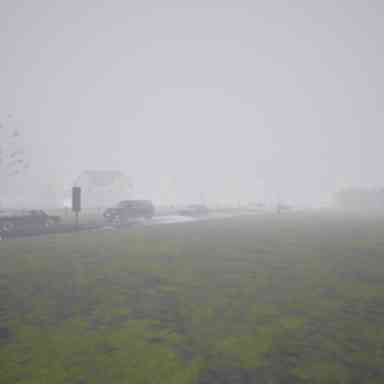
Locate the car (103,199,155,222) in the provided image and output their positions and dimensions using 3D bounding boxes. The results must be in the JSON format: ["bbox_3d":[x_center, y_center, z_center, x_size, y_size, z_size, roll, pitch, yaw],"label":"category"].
[{"bbox_3d":[-6.036,1.766,32.622,2.150,2.045,5.566,0,-1,35],"label":"car"}]

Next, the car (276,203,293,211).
[{"bbox_3d":[16.458,2.571,59.228,1.994,1.385,4.181,0,-1,35],"label":"car"}]

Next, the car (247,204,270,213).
[{"bbox_3d":[10.256,2.470,50.494,1.895,1.301,4.718,0,-1,35],"label":"car"}]

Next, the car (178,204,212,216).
[{"bbox_3d":[0.461,2.243,41.761,2.033,1.411,5.357,0,-1,35],"label":"car"}]

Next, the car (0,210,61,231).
[{"bbox_3d":[-12.109,2.001,24.059,1.895,1.301,4.718,0,-1,35],"label":"car"}]
